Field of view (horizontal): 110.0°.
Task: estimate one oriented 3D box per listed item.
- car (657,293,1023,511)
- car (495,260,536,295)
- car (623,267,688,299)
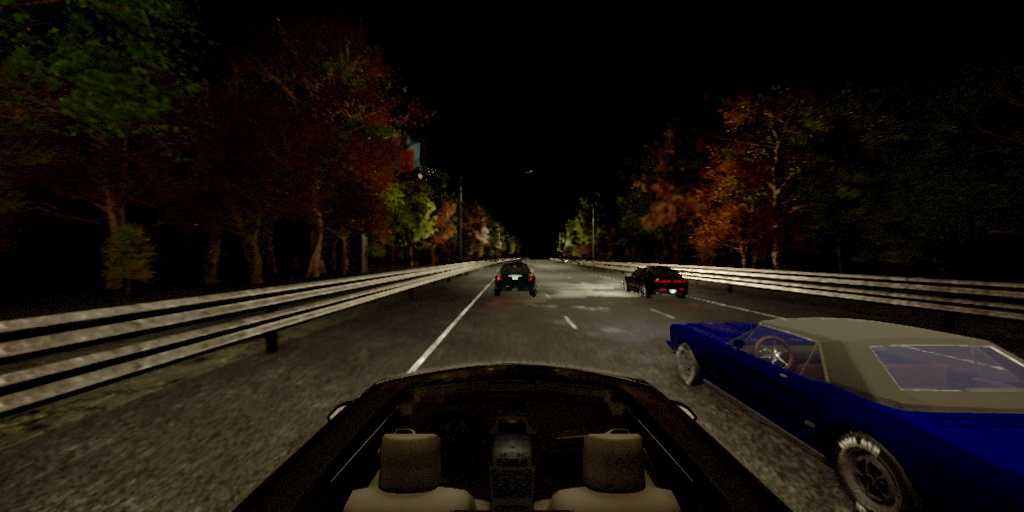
[{"bbox_3d":[3.582,1.359,4.055,1.895,1.301,4.718,0,0,0],"label":"car"},{"bbox_3d":[0.176,1.138,20.052,2.097,1.767,4.553,0,0,1],"label":"car"},{"bbox_3d":[7.155,1.296,18.310,1.837,1.490,4.892,0,0,0],"label":"car"}]
